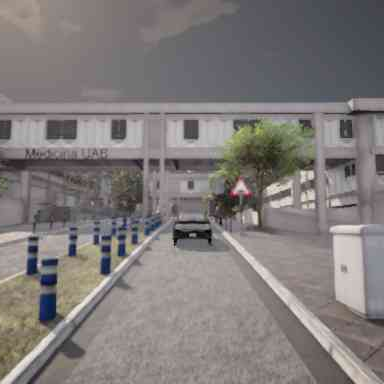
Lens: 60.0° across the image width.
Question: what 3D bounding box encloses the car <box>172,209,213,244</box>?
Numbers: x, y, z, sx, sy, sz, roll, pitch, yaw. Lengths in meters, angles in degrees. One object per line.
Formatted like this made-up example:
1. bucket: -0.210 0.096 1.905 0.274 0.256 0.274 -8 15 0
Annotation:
1. car: 0.020 1.719 16.856 2.128 1.511 4.902 0 -1 0

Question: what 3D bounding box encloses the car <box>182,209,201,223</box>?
1. car: -0.076 2.462 34.644 1.895 1.301 4.718 0 -3 0
